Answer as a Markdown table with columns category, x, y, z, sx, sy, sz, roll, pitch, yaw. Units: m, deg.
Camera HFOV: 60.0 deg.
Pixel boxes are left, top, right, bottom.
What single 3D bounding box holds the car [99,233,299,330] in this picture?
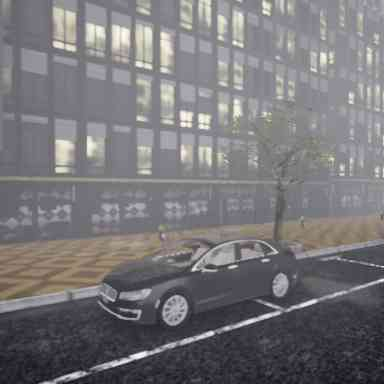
| category | x | y | z | sx | sy | sz | roll | pitch | yaw |
| --- | --- | --- | --- | --- | --- | --- | --- | --- | --- |
| car | 0.347 | 1.566 | 6.808 | 4.403 | 1.369 | 2.008 | 0 | -1 | -35 |
